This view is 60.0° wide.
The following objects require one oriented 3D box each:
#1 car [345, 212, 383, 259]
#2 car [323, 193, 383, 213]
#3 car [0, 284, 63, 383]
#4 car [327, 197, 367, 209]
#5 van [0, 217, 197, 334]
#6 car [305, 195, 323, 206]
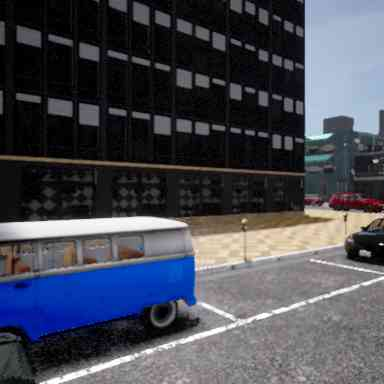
[{"bbox_3d":[7.198,1.552,11.690,4.313,1.339,1.947,0,0,-36],"label":"car"},{"bbox_3d":[15.719,1.064,31.847,2.192,1.841,5.009,1,0,-36],"label":"car"},{"bbox_3d":[-3.055,1.603,1.201,4.718,1.301,1.895,0,0,-35],"label":"car"},{"bbox_3d":[19.183,1.293,41.278,1.802,1.307,4.206,1,0,-36],"label":"car"},{"bbox_3d":[-1.821,1.340,5.255,3.998,1.788,1.690,0,0,-36],"label":"van"},{"bbox_3d":[15.901,1.083,45.749,1.967,1.590,4.097,1,0,-36],"label":"car"}]
